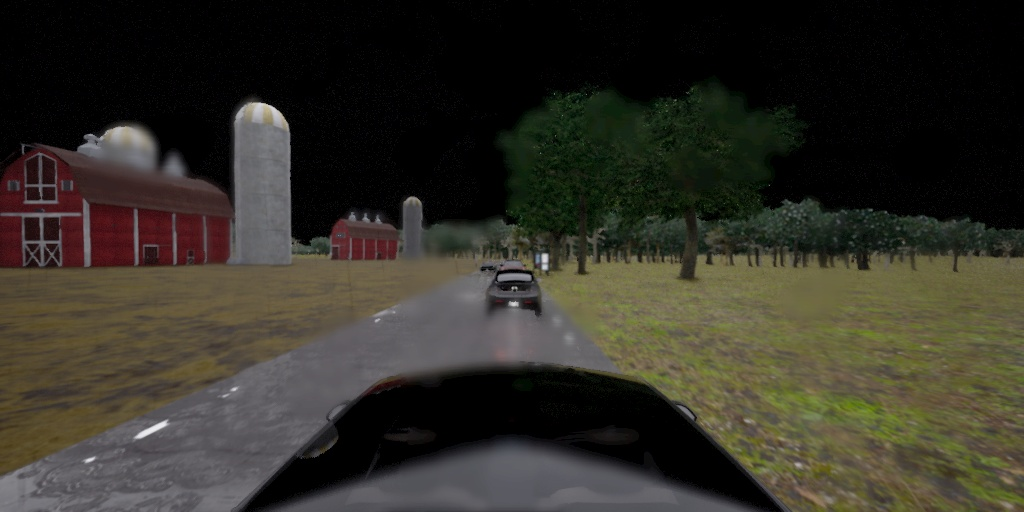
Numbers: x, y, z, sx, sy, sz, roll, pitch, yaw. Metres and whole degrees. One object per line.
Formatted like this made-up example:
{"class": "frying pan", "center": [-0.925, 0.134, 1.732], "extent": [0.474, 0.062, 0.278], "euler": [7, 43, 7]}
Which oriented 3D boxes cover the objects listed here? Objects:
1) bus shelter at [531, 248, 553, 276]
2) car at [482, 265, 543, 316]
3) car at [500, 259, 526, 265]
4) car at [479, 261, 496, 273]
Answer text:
{"class": "bus shelter", "center": [3.148, 0.578, 37.172], "extent": [1.920, 2.740, 3.880], "euler": [0, 0, 0]}
{"class": "car", "center": [0.091, 1.232, 13.245], "extent": [1.837, 1.490, 4.892], "euler": [0, 0, 0]}
{"class": "car", "center": [0.103, 1.061, 29.044], "extent": [2.097, 1.767, 4.553], "euler": [0, 0, 0]}
{"class": "car", "center": [-2.816, 1.300, 42.995], "extent": [1.895, 1.301, 4.718], "euler": [0, 0, 0]}
